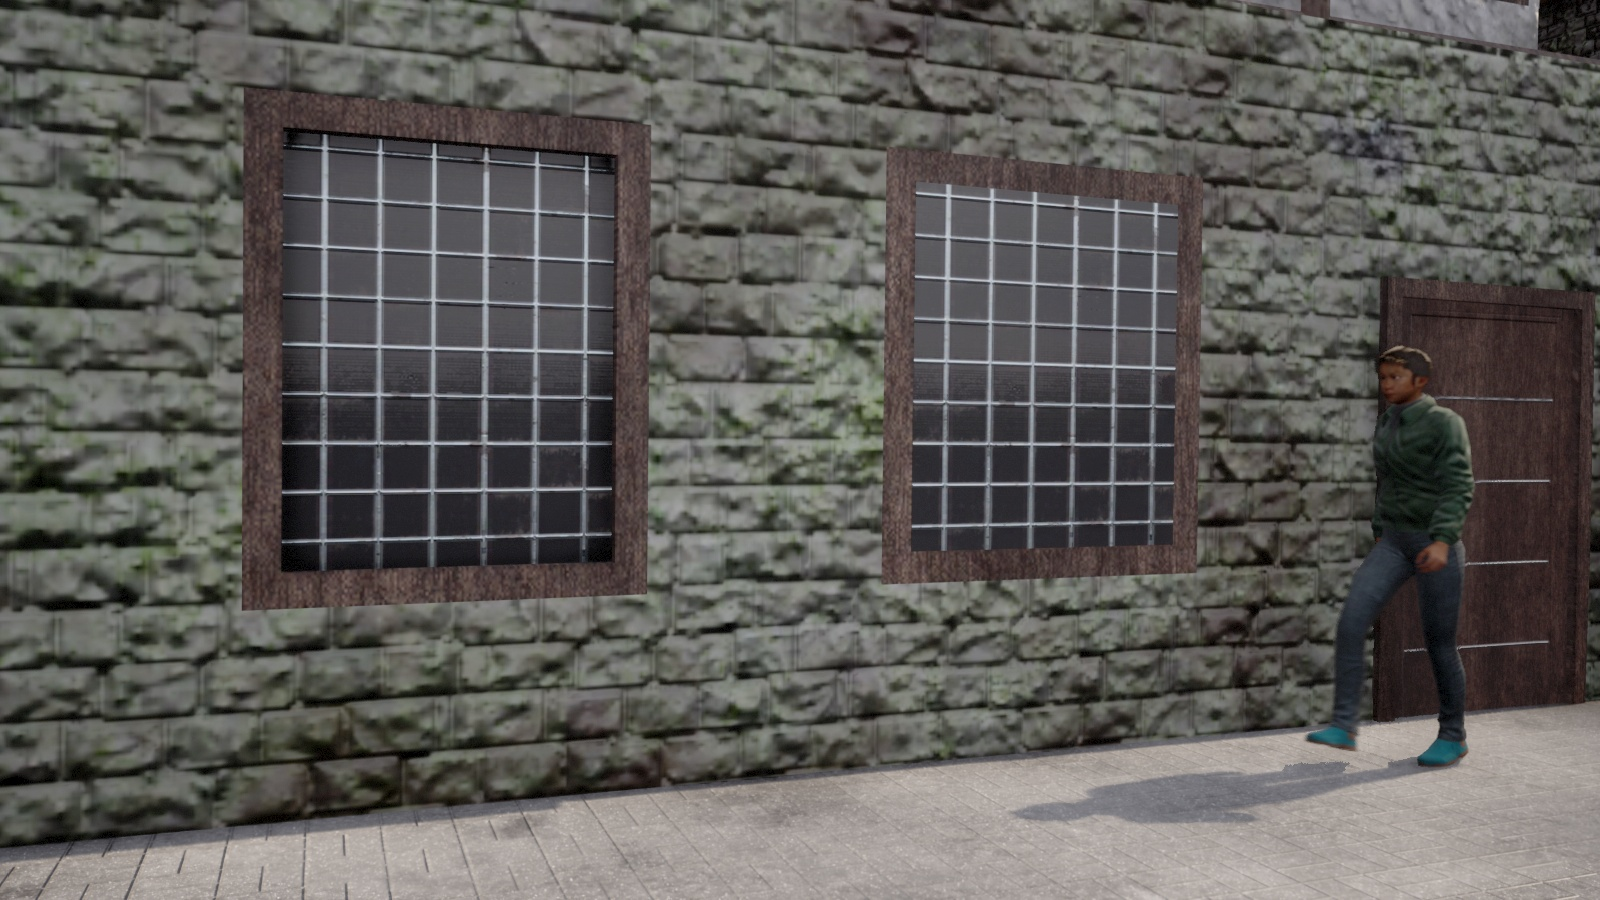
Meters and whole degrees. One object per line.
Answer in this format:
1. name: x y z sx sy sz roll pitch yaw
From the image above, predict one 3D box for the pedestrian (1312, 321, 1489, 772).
1. pedestrian: 2.581 0.392 5.405 0.614 1.847 0.353 -1 1 -20
